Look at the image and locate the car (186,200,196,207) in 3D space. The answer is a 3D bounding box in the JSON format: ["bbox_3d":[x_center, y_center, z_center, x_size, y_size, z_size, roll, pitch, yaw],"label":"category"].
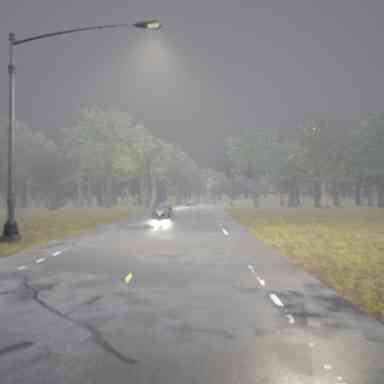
[{"bbox_3d":[-0.209,2.512,73.588,1.882,1.535,5.008,0,-1,5],"label":"car"}]

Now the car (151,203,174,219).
[{"bbox_3d":[-2.887,1.810,33.234,2.128,1.511,4.902,0,-1,2],"label":"car"}]

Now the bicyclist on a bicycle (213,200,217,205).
[{"bbox_3d":[6.050,2.952,91.335,0.866,1.612,1.509,0,-2,6],"label":"bicyclist on a bicycle"}]
